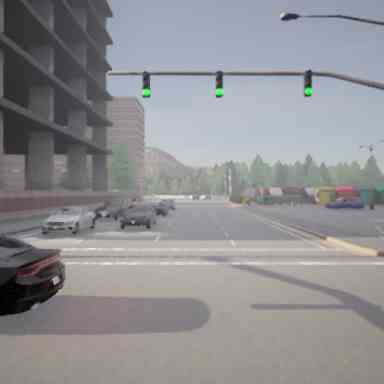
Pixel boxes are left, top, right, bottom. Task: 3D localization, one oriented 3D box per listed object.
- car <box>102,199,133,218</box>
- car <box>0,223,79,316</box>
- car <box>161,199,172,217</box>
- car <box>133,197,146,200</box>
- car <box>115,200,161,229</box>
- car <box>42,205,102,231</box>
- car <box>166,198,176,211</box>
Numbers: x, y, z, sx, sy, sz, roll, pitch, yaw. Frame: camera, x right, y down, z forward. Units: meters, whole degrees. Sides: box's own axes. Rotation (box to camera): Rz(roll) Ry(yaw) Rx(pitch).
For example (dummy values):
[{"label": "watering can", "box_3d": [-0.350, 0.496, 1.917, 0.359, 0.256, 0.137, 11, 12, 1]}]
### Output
[{"label": "car", "box_3d": [-6.854, 1.547, 28.453, 2.128, 1.511, 4.902, 0, 0, 1]}, {"label": "car", "box_3d": [-5.013, 1.504, 6.268, 5.008, 1.535, 1.882, 0, 0, 1]}, {"label": "car", "box_3d": [-3.302, 1.664, 32.110, 1.895, 1.301, 4.718, 0, 0, 1]}, {"label": "car", "box_3d": [-6.668, 1.442, 41.403, 2.097, 1.767, 4.553, 0, 0, 1]}, {"label": "car", "box_3d": [-3.440, 1.540, 21.988, 1.837, 1.490, 4.892, 0, 0, 1]}, {"label": "car", "box_3d": [-6.976, 1.557, 19.323, 1.812, 1.442, 4.674, 0, 0, 1]}, {"label": "car", "box_3d": [-3.142, 1.584, 42.957, 2.128, 1.511, 4.902, 0, 0, 1]}]
